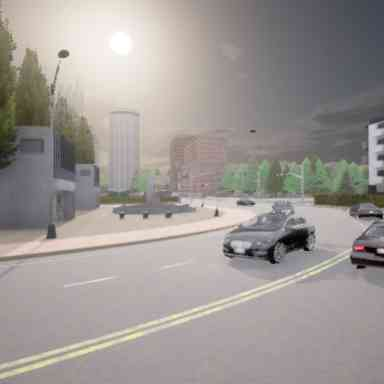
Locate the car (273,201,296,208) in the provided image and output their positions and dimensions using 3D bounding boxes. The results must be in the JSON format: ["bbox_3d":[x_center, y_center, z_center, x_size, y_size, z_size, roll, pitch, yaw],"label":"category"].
[{"bbox_3d":[8.779,1.648,31.865,2.128,1.511,4.902,0,0,10],"label":"car"}]

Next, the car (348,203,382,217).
[{"bbox_3d":[15.697,1.680,30.265,1.994,1.385,4.181,0,0,12],"label":"car"}]

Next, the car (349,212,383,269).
[{"bbox_3d":[6.542,1.585,10.562,2.033,1.411,5.357,0,0,39],"label":"car"}]

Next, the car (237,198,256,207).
[{"bbox_3d":[9.750,1.872,60.433,2.033,1.411,5.357,0,0,-12],"label":"car"}]

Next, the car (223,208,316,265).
[{"bbox_3d":[3.015,1.555,12.235,2.128,1.511,4.902,0,0,39],"label":"car"}]
